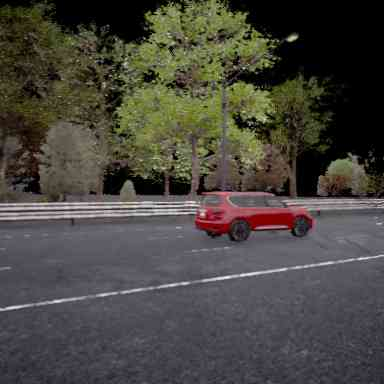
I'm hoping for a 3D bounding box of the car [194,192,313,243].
[{"bbox_3d":[2.798,1.017,14.870,5.566,2.045,2.150,0,0,-27],"label":"car"}]
